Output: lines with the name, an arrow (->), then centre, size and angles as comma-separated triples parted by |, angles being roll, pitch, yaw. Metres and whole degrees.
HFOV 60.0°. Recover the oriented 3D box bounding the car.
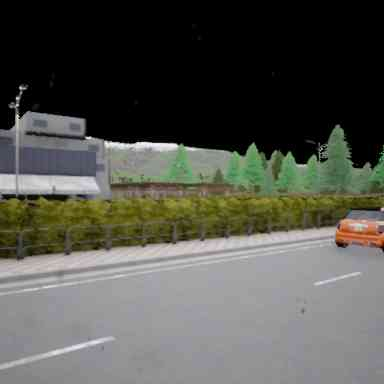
car -> 7.977, 1.403, 13.732 | 4.553, 1.767, 2.097 | 0, 0, -36
